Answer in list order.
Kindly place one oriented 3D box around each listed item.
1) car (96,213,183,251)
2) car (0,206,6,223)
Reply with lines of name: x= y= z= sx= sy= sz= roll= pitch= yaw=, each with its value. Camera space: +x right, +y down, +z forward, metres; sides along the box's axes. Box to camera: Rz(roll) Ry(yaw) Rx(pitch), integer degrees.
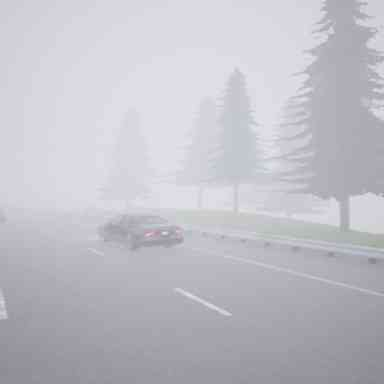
car: x=-2.459 y=1.610 z=14.521 sx=2.033 sy=1.411 sz=5.357 roll=0 pitch=0 yaw=-35
car: x=-16.713 y=1.567 z=26.926 sx=2.097 sy=1.767 sz=4.553 roll=-1 pitch=0 yaw=-41
